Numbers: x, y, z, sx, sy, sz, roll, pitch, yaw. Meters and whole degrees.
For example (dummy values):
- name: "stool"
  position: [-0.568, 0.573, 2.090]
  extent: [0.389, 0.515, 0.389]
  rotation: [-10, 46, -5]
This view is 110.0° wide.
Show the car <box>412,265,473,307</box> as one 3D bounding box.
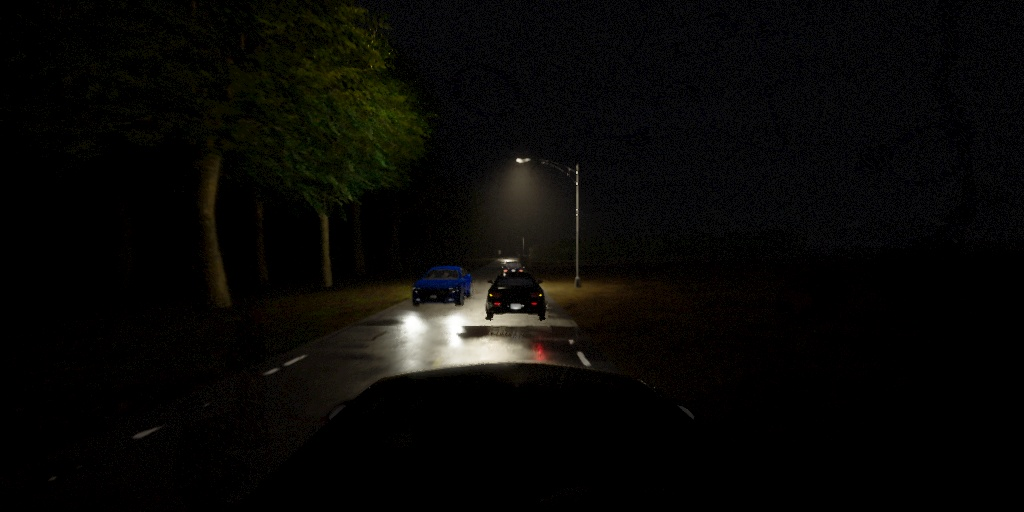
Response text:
- name: "car"
  position: [-2.837, 1.188, 15.449]
  extent: [1.882, 1.535, 5.008]
  rotation: [0, 0, 0]

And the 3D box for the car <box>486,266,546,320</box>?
- name: "car"
  position: [0.115, 1.247, 12.391]
  extent: [1.812, 1.442, 4.674]
  rotation: [0, 0, 0]

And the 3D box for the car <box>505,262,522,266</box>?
- name: "car"
  position: [0.107, 1.196, 30.474]
  extent: [2.033, 1.411, 5.357]
  rotation: [0, 0, 0]
